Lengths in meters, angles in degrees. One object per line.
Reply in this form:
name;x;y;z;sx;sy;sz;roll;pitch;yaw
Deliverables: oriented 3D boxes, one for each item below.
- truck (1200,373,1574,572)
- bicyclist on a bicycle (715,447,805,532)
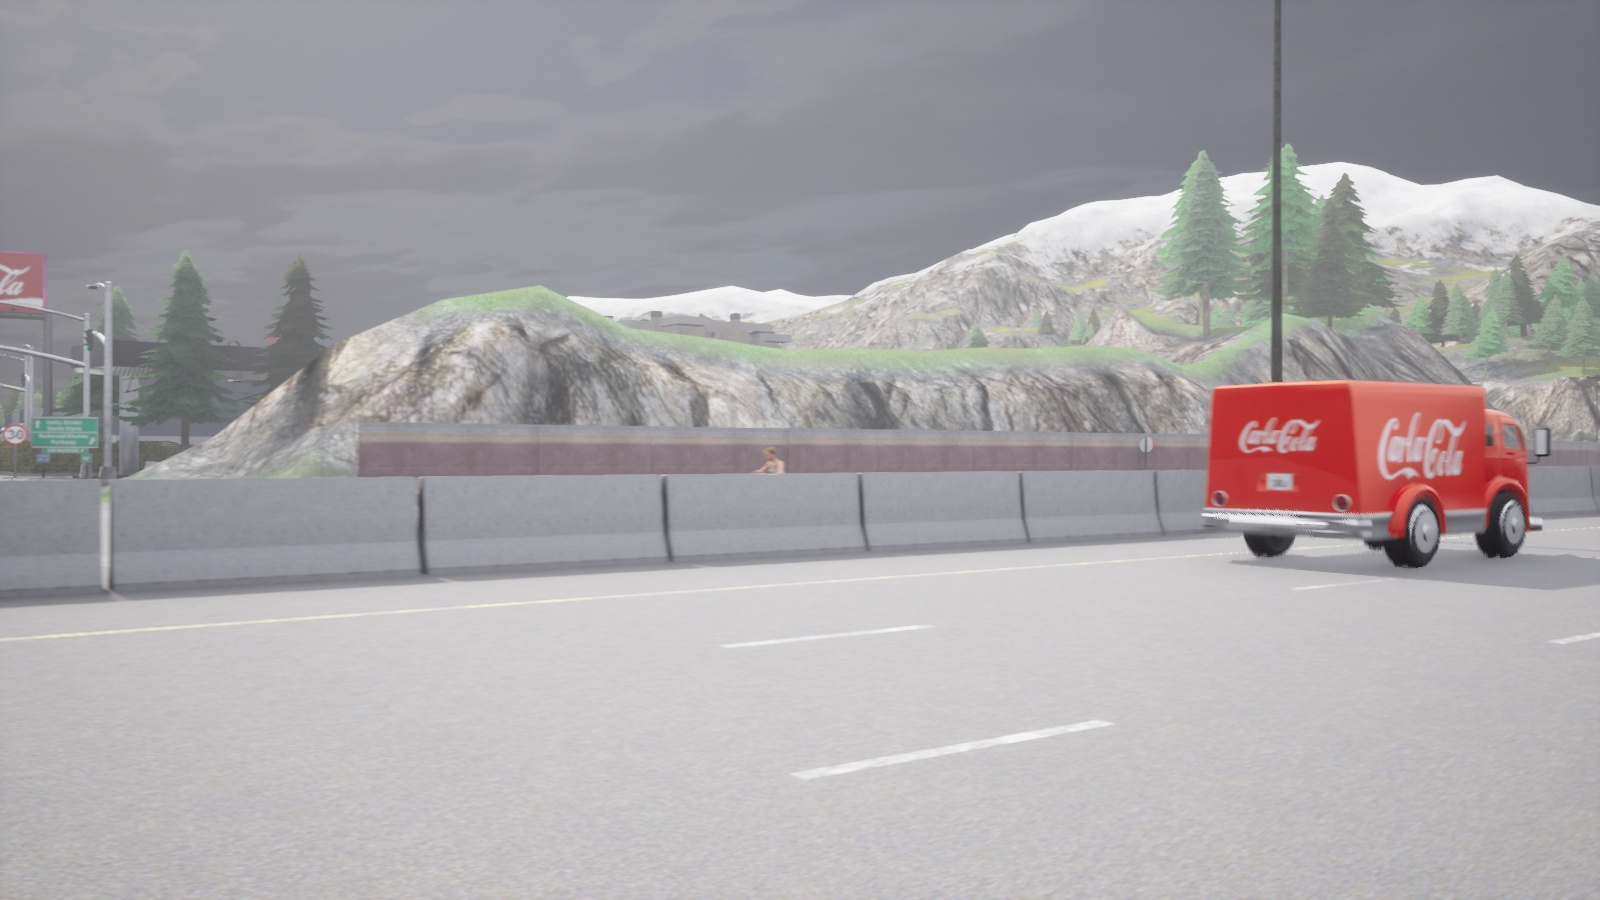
truck;8.540;0.284;18.132;5.204;2.467;2.627;0;0;-35
bicyclist on a bicycle;-0.776;0.743;24.446;1.509;1.612;0.866;0;0;-35
